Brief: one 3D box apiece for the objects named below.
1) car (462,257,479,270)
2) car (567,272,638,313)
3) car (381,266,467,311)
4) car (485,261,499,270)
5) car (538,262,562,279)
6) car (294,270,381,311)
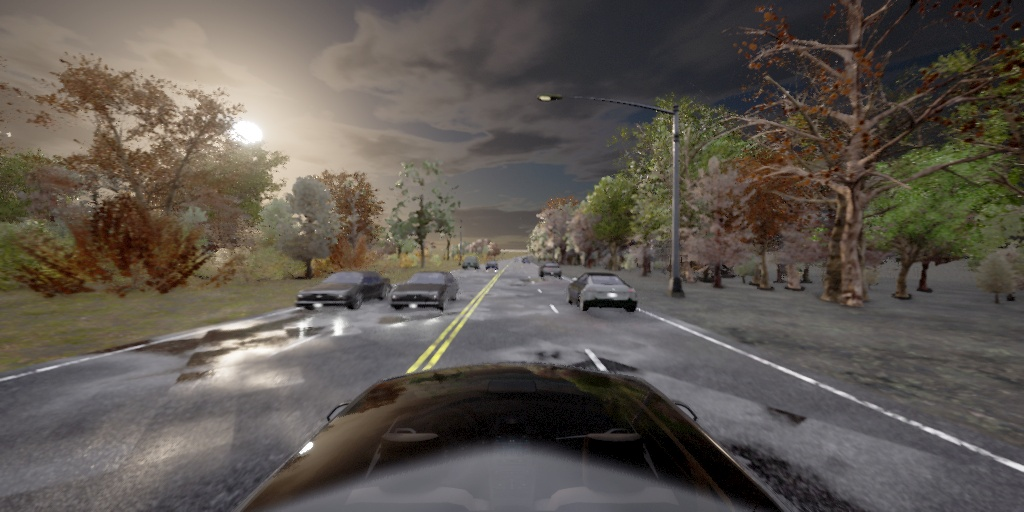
[{"bbox_3d":[-6.305,1.104,55.351,2.150,2.045,5.566,0,0,1],"label":"car"},{"bbox_3d":[3.390,1.343,14.151,1.994,1.385,4.181,1,-1,0],"label":"car"},{"bbox_3d":[-3.337,1.323,14.822,2.033,1.411,5.357,0,0,0],"label":"car"},{"bbox_3d":[-3.059,1.447,55.408,2.033,1.411,5.357,0,0,1],"label":"car"},{"bbox_3d":[3.473,1.298,33.254,2.128,1.511,4.902,2,0,0],"label":"car"},{"bbox_3d":[-6.587,1.307,14.857,2.033,1.411,5.357,0,0,0],"label":"car"}]
